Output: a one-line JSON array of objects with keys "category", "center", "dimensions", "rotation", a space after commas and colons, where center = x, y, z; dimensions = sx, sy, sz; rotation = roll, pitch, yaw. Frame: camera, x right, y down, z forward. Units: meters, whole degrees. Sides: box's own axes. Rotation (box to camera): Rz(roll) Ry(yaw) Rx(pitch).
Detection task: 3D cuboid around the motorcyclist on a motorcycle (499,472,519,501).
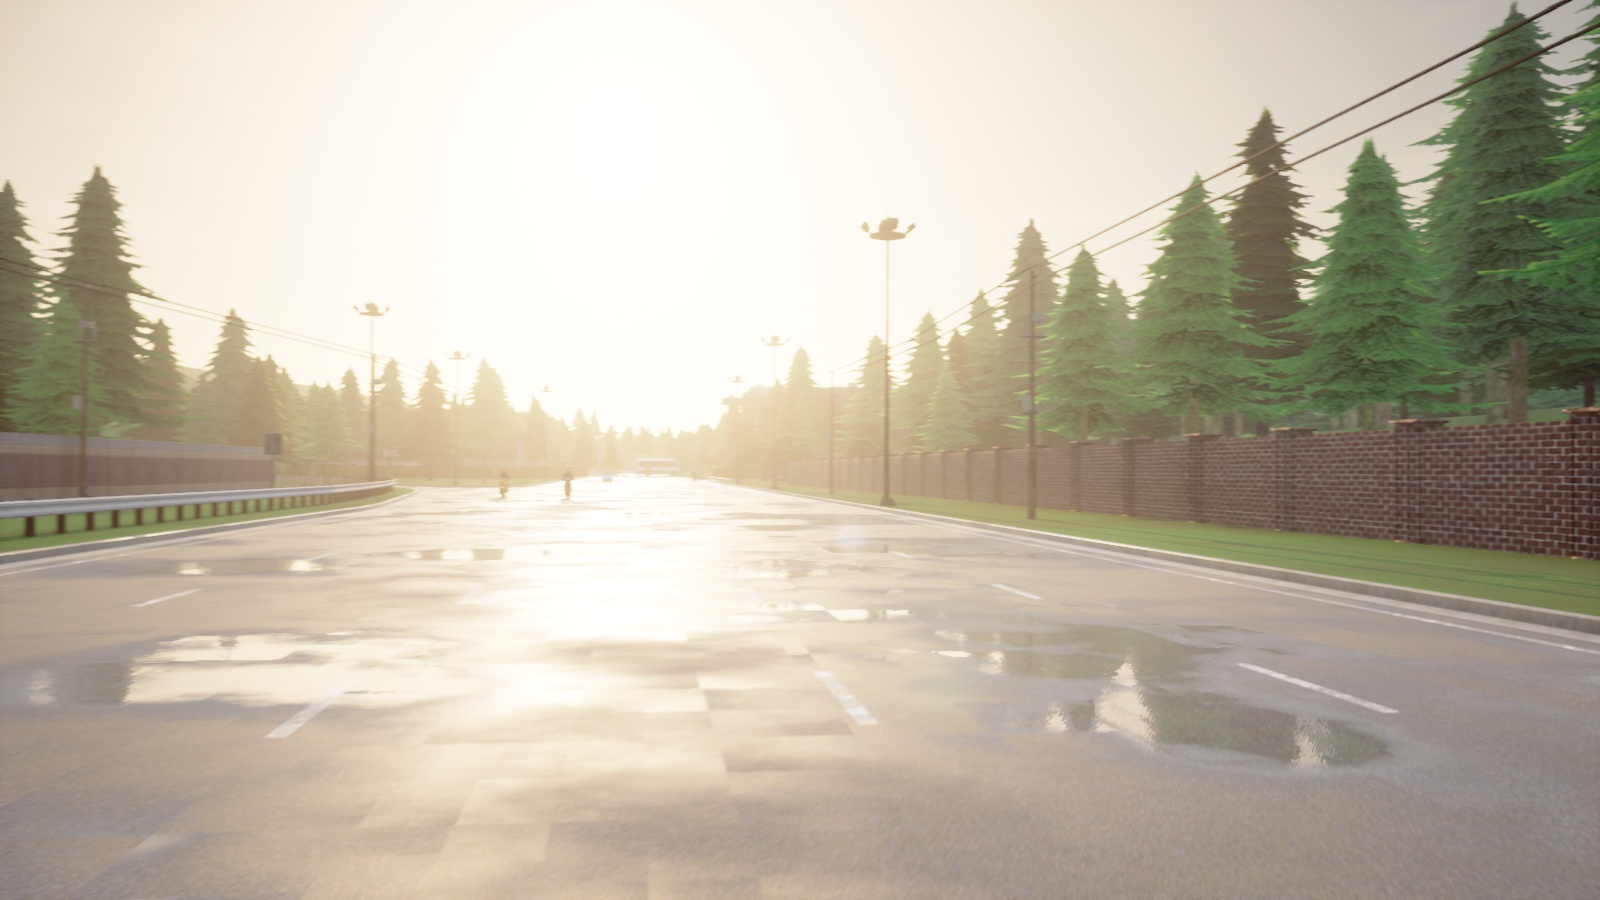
[{"category": "motorcyclist on a motorcycle", "center": [-15.758, 1.967, 68.036], "dimensions": [0.797, 1.523, 2.044], "rotation": [0, -1, -7]}]
